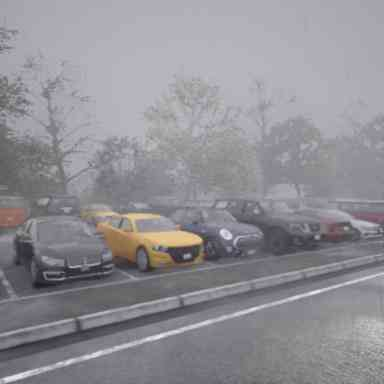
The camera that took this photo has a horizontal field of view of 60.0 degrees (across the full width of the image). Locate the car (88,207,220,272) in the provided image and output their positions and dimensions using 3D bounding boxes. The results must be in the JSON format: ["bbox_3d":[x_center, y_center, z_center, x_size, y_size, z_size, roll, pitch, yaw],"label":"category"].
[{"bbox_3d":[-1.575,1.485,11.146,2.097,1.535,5.008,1,0,-35],"label":"car"}]

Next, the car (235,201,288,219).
[{"bbox_3d":[6.811,1.715,33.167,2.231,1.521,4.892,1,0,-35],"label":"car"}]

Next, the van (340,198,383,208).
[{"bbox_3d":[9.663,1.419,19.289,1.878,1.987,4.442,1,0,-35],"label":"van"}]

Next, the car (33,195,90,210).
[{"bbox_3d":[-8.995,1.232,21.946,2.435,2.045,5.566,0,0,-35],"label":"car"}]

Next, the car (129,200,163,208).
[{"bbox_3d":[-4.469,1.545,25.129,2.231,1.521,4.892,1,0,-35],"label":"car"}]

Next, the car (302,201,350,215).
[{"bbox_3d":[15.828,1.849,39.605,2.097,1.535,5.008,1,0,-35],"label":"car"}]

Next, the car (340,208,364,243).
[{"bbox_3d":[5.190,1.606,15.995,2.163,1.488,4.792,1,0,-35],"label":"car"}]

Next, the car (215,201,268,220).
[{"bbox_3d":[4.555,1.679,31.560,2.097,1.535,5.008,1,0,-35],"label":"car"}]

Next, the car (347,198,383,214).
[{"bbox_3d":[24.756,1.881,45.926,2.435,2.045,5.566,2,-1,-35],"label":"car"}]

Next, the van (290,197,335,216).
[{"bbox_3d":[13.645,1.590,37.900,1.878,1.987,4.442,1,0,-35],"label":"van"}]

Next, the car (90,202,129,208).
[{"bbox_3d":[-6.619,1.508,23.377,1.946,1.575,5.366,1,0,-35],"label":"car"}]

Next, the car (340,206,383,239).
[{"bbox_3d":[7.466,1.651,17.583,2.002,1.452,4.674,1,0,-35],"label":"car"}]

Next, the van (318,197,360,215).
[{"bbox_3d":[18.035,1.671,41.028,1.878,1.987,4.442,1,-1,-35],"label":"van"}]

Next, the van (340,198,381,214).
[{"bbox_3d":[22.416,1.828,44.437,1.878,1.987,4.442,2,-1,-35],"label":"van"}]

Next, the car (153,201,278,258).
[{"bbox_3d":[0.673,1.386,12.778,2.185,1.767,4.553,1,0,-35],"label":"car"}]

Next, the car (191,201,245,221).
[{"bbox_3d":[2.197,1.644,29.880,2.097,1.535,5.008,1,0,-35],"label":"car"}]

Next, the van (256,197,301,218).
[{"bbox_3d":[8.998,1.522,34.876,1.878,1.987,4.442,1,0,-35],"label":"van"}]

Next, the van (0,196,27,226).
[{"bbox_3d":[-11.403,1.239,20.340,1.878,1.987,4.442,0,0,-35],"label":"van"}]

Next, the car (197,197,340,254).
[{"bbox_3d":[2.966,1.291,14.339,2.435,2.045,5.566,1,0,-35],"label":"car"}]

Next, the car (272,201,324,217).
[{"bbox_3d":[11.428,1.778,36.237,1.946,1.575,5.366,1,0,-35],"label":"car"}]

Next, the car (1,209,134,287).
[{"bbox_3d":[-3.833,1.467,9.536,2.231,1.521,4.892,0,0,-35],"label":"car"}]

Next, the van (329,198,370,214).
[{"bbox_3d":[20.263,1.753,42.902,1.878,1.987,4.442,2,-1,-35],"label":"van"}]

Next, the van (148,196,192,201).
[{"bbox_3d":[-2.282,1.352,26.838,1.878,1.987,4.442,1,0,-35],"label":"van"}]
